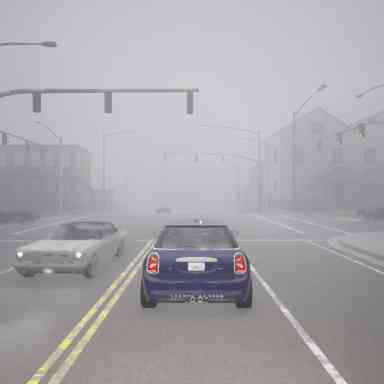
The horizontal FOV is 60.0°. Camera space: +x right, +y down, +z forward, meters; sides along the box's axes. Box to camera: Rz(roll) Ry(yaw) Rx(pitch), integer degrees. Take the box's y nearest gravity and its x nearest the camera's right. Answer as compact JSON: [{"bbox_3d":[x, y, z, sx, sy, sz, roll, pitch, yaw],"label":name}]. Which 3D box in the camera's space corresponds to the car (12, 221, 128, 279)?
[{"bbox_3d":[-3.394,1.601,10.226,1.895,1.301,4.718,0,0,2],"label":"car"}]

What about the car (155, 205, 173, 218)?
[{"bbox_3d":[-3.551,2.570,42.552,1.895,1.301,4.718,0,-8,0],"label":"car"}]

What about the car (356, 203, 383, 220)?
[{"bbox_3d":[16.633,1.547,27.651,5.357,1.411,2.033,0,0,-1],"label":"car"}]

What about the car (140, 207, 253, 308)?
[{"bbox_3d":[0.094,1.352,8.068,2.097,1.767,4.553,0,0,0],"label":"car"}]

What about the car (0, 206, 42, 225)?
[{"bbox_3d":[-13.320,1.630,23.589,4.718,1.301,1.895,-2,0,-1],"label":"car"}]
